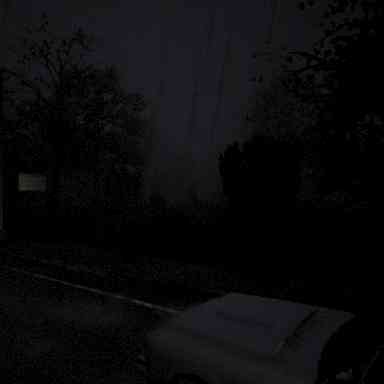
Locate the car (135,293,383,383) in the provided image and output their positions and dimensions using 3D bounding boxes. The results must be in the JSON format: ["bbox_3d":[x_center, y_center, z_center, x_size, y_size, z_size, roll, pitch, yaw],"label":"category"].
[{"bbox_3d":[1.781,1.601,2.732,4.718,1.301,1.895,0,0,35],"label":"car"}]
